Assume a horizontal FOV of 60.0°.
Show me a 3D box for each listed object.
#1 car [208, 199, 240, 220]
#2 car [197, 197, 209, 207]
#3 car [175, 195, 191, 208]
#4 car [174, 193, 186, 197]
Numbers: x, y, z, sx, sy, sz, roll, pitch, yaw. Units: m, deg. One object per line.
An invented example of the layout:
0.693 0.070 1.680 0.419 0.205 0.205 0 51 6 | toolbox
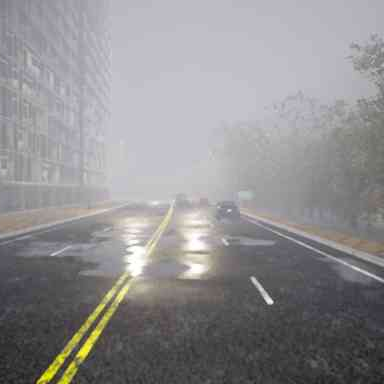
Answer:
2.852 1.490 28.162 2.163 1.488 4.792 0 0 -1 | car
1.785 1.491 51.552 1.812 1.442 4.674 0 0 -3 | car
-1.194 1.536 47.984 1.994 1.385 4.181 0 0 -4 | car
-1.988 1.178 60.030 2.150 2.045 5.566 0 0 -4 | car
